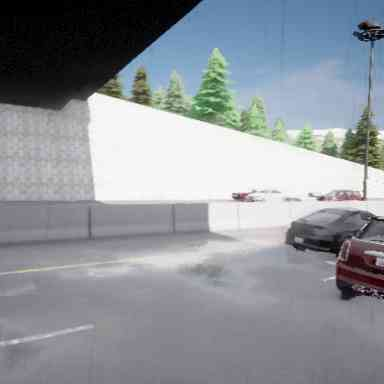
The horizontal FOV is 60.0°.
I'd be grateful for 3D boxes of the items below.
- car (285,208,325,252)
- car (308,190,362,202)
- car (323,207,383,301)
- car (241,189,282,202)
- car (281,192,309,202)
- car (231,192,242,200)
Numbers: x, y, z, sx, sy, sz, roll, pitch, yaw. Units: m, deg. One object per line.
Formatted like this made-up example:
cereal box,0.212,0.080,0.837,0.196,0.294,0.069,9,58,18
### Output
car,5.060,1.232,10.759,4.674,1.442,1.812,0,3,-31
car,12.259,0.607,27.568,4.553,1.767,2.097,0,3,-31
car,5.049,1.221,6.661,4.553,1.767,2.097,0,3,-31
car,7.571,0.426,32.918,4.674,1.442,1.812,0,3,-31
car,10.897,0.685,30.846,4.718,1.301,1.895,0,3,-31
car,6.597,0.332,36.418,4.718,1.301,1.895,0,3,-31
